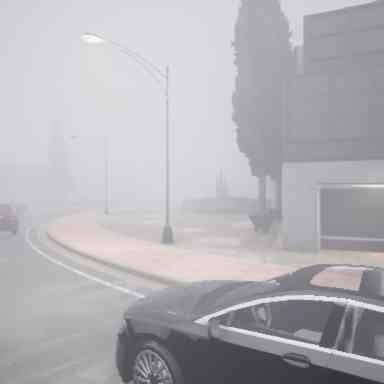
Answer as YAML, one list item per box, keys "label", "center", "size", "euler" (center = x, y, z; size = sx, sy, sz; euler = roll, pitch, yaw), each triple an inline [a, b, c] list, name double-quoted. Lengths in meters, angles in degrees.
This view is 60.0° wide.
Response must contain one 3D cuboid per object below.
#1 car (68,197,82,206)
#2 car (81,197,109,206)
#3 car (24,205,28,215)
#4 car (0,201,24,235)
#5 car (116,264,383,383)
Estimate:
- label: "car"
  center: [-19.697, 1.741, 58.843]
  size: [1.837, 1.490, 4.892]
  euler: [0, 0, 21]
- label: "car"
  center: [-16.431, 1.820, 57.582]
  size: [1.895, 1.301, 4.718]
  euler: [0, 0, 21]
- label: "car"
  center: [-17.813, 1.608, 32.502]
  size: [1.882, 1.535, 5.008]
  euler: [0, 0, -4]
- label: "car"
  center: [-11.097, 1.431, 19.159]
  size: [2.097, 1.767, 4.553]
  euler: [0, 0, -25]
- label: "car"
  center: [1.336, 1.495, 3.174]
  size: [4.902, 1.511, 2.128]
  euler: [0, 0, 36]
